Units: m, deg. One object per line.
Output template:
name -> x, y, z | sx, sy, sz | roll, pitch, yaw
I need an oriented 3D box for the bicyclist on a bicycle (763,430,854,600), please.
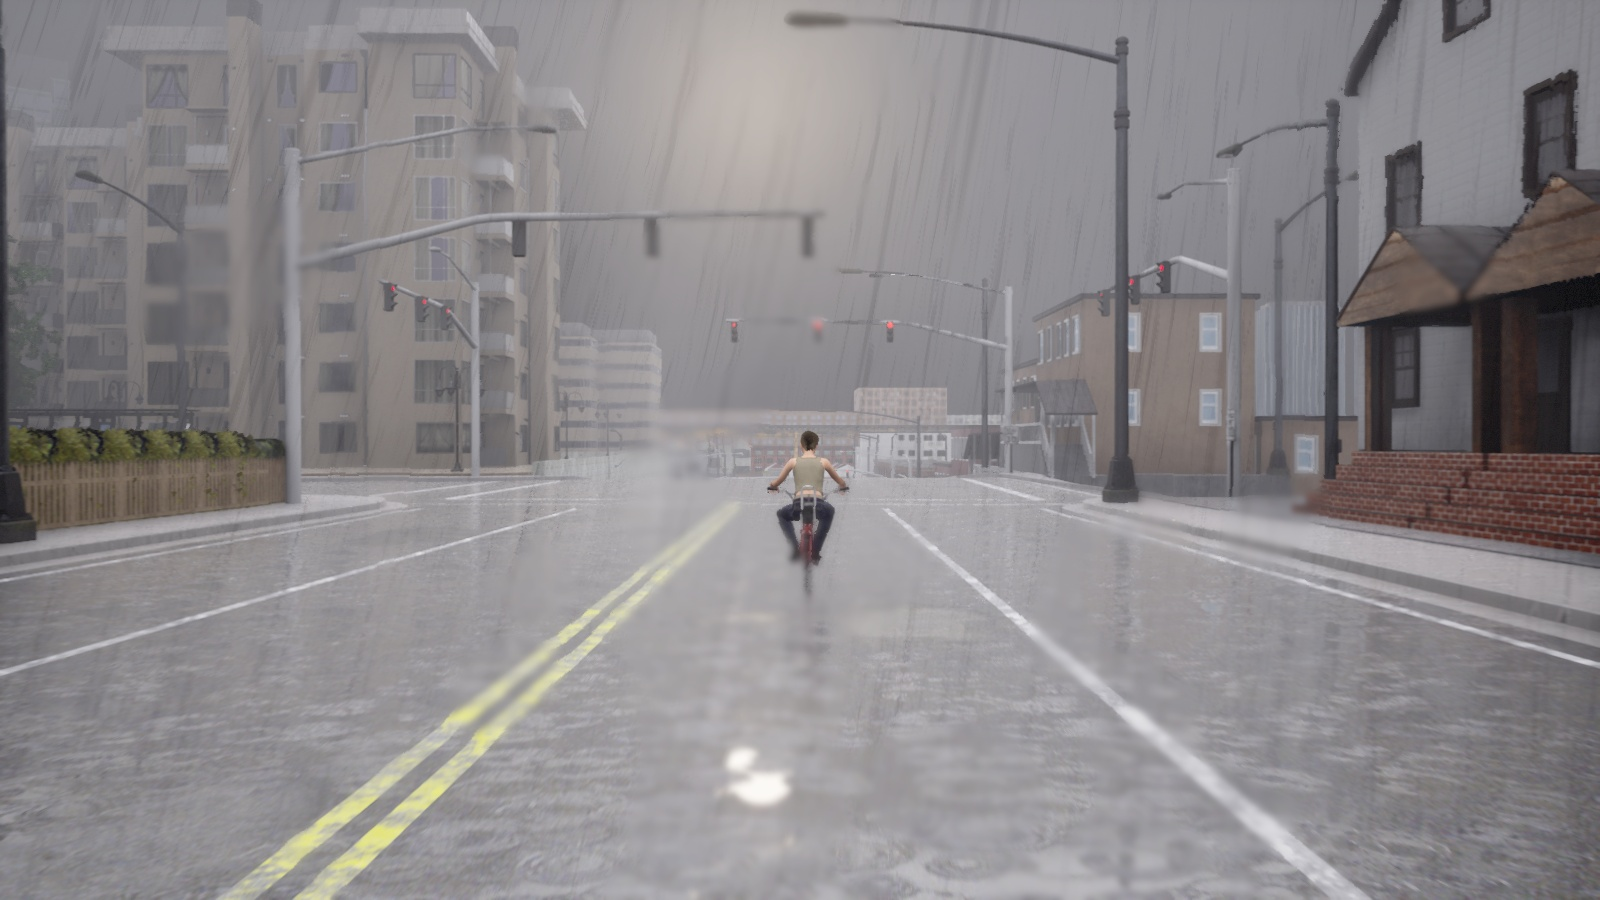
bicyclist on a bicycle -> 0.088, 0.612, 12.687 | 0.866, 1.612, 1.509 | 0, 0, 0
